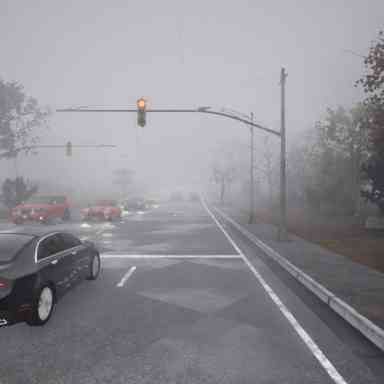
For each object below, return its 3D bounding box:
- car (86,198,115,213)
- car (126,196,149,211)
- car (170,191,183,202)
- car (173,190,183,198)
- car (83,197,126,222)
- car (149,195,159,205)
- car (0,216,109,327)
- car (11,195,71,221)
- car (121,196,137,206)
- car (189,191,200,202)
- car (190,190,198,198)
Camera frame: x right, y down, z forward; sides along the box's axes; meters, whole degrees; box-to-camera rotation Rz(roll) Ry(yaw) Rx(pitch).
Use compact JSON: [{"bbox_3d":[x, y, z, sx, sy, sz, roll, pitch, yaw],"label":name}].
[{"bbox_3d":[-10.397,1.478,38.010,1.882,1.535,5.008,0,1,0],"label":"car"},{"bbox_3d":[-6.880,1.353,40.462,2.097,1.767,4.553,0,0,0],"label":"car"},{"bbox_3d":[-3.026,0.839,64.445,2.097,1.767,4.553,0,3,0],"label":"car"},{"bbox_3d":[-3.054,0.445,74.496,1.882,1.535,5.008,0,3,0],"label":"car"},{"bbox_3d":[-6.973,1.351,26.304,2.097,1.767,4.553,0,0,0],"label":"car"},{"bbox_3d":[-6.754,1.308,57.142,1.882,1.535,5.008,0,2,1],"label":"car"},{"bbox_3d":[-3.377,1.505,7.034,1.837,1.490,4.892,0,0,0],"label":"car"},{"bbox_3d":[-10.492,1.222,23.677,2.150,2.045,5.566,0,0,0],"label":"car"},{"bbox_3d":[-10.278,1.437,54.642,1.812,1.442,4.674,0,1,1],"label":"car"},{"bbox_3d":[0.472,1.004,63.915,2.128,1.511,4.902,0,3,0],"label":"car"},{"bbox_3d":[0.440,0.455,74.285,1.882,1.535,5.008,0,3,0],"label":"car"}]
